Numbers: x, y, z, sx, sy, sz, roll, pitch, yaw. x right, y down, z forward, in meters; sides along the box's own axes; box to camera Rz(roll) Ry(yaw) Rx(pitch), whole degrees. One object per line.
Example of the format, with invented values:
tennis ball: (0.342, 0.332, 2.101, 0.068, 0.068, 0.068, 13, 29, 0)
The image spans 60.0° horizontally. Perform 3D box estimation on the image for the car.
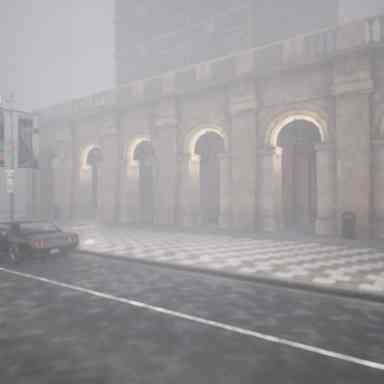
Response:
car: (-6.401, 1.711, 12.420, 4.718, 1.301, 1.895, -1, 0, 35)
